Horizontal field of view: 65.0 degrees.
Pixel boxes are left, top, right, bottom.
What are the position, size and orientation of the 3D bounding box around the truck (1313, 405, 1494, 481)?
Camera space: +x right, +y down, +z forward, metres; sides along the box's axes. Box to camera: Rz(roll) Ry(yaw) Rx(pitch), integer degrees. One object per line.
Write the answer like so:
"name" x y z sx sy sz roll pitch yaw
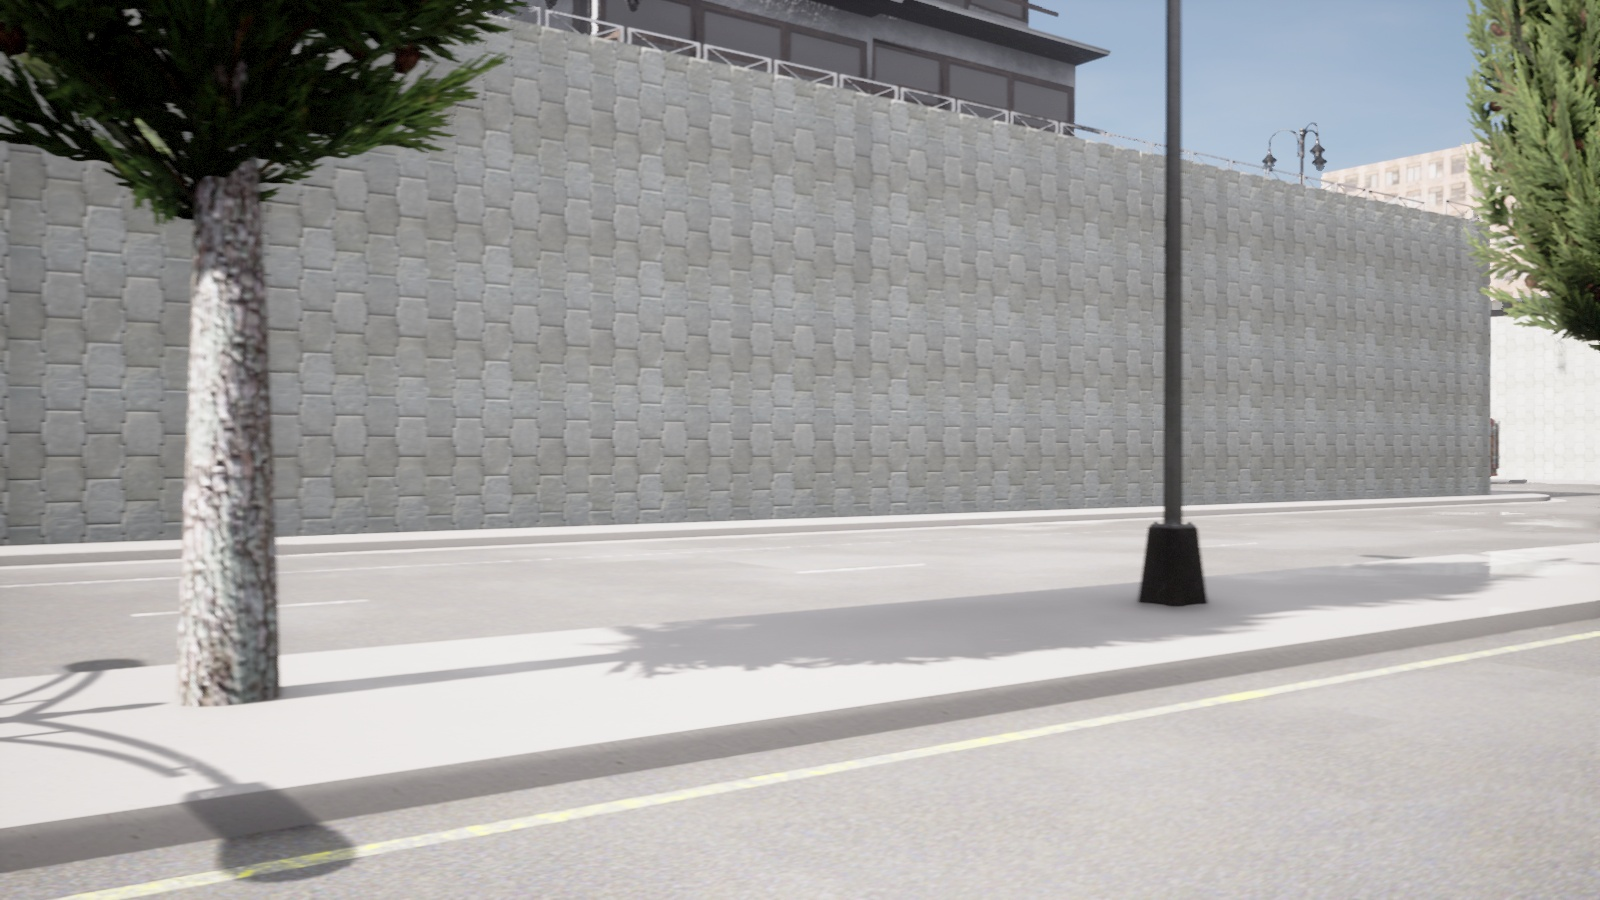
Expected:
"truck" 32.205 -0.323 67.427 2.891 3.827 8.468 0 0 -34
